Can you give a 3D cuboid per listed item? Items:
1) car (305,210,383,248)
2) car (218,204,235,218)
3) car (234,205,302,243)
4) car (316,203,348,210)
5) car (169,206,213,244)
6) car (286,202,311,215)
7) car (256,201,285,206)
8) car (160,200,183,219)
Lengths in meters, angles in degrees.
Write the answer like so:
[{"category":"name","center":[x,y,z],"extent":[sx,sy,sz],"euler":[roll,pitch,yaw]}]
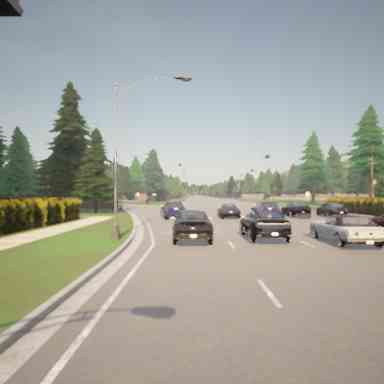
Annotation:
[{"category":"car","center":[7.125,1.735,15.512],"extent":[1.895,1.301,4.718],"euler":[0,0,0]},{"category":"car","center":[3.654,1.848,33.160],"extent":[1.994,1.385,4.181],"euler":[0,0,0]},{"category":"car","center":[3.628,1.637,16.943],"extent":[2.128,1.511,4.902],"euler":[0,0,0]},{"category":"car","center":[14.141,1.816,33.761],"extent":[1.812,1.442,4.674],"euler":[0,0,0]},{"category":"car","center":[-0.028,1.647,16.633],"extent":[1.837,1.490,4.892],"euler":[0,0,-2]},{"category":"car","center":[10.656,1.772,34.284],"extent":[1.882,1.535,5.008],"euler":[0,0,0]},{"category":"car","center":[7.153,1.630,32.435],"extent":[2.097,1.767,4.553],"euler":[0,0,0]},{"category":"car","center":[-1.885,1.628,32.325],"extent":[2.097,1.767,4.553],"euler":[0,0,-11]}]
